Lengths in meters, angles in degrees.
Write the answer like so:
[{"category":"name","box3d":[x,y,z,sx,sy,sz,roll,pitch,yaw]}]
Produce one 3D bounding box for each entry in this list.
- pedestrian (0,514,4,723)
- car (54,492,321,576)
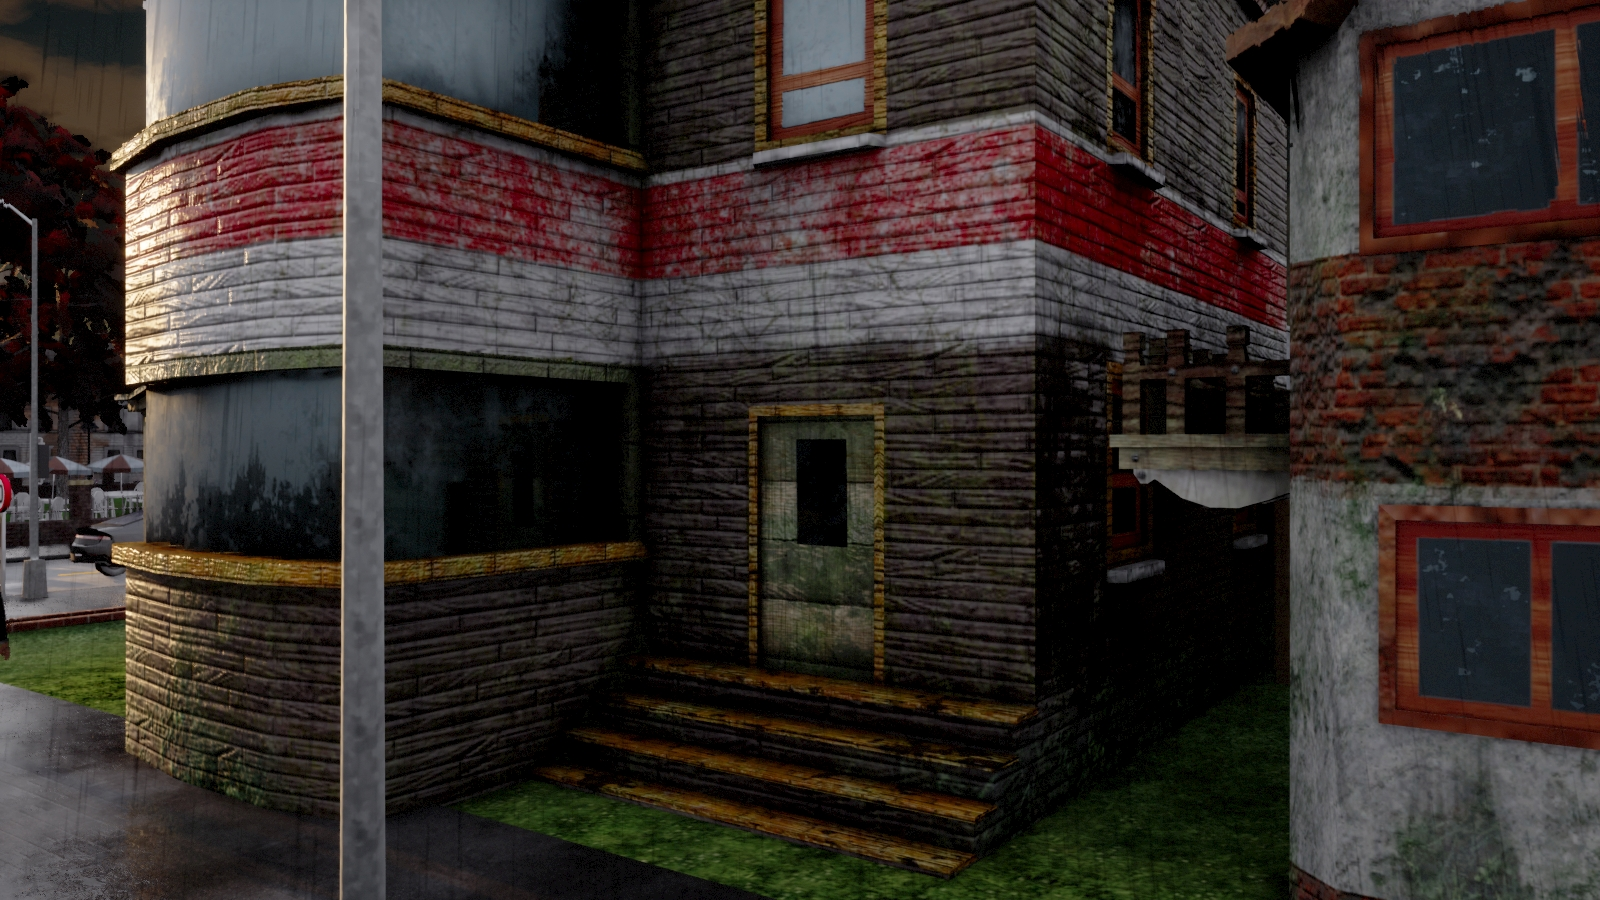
[{"category":"pedestrian","box3d":[-7.425,1.521,10.295,0.375,1.860,0.375,0,0,-42]},{"category":"car","box3d":[-13.748,1.817,25.958,2.128,1.511,4.902,0,0,34]}]
